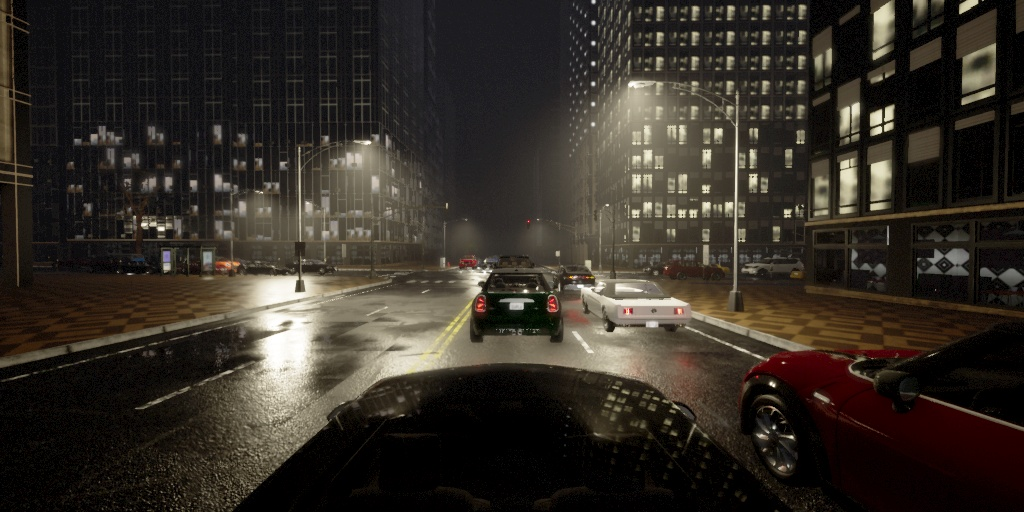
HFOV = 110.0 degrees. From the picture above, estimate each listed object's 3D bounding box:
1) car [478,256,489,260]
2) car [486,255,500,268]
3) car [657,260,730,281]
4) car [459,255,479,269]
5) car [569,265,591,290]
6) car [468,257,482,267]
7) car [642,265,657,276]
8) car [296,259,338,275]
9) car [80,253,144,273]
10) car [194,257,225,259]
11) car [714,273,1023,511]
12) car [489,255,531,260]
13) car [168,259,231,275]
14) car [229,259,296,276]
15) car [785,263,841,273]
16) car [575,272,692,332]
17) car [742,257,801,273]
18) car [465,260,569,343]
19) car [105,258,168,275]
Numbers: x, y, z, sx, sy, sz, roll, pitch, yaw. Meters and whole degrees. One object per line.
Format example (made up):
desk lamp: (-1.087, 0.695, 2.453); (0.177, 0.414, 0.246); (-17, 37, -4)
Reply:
car: (-3.290, 1.206, 52.402); (2.128, 1.511, 4.902); (0, 0, 0)
car: (-3.259, 0.925, 62.565); (2.150, 2.045, 5.566); (0, 0, 0)
car: (16.226, 1.268, 32.175); (5.009, 1.841, 2.192); (0, 0, 1)
car: (-6.542, 0.935, 53.938); (2.150, 2.045, 5.566); (0, 0, 0)
car: (3.369, 1.245, 20.053); (1.837, 1.490, 4.892); (0, 0, 0)
car: (-6.496, 1.054, 63.536); (2.097, 1.767, 4.553); (0, 0, 0)
car: (16.386, 1.366, 37.945); (4.892, 1.490, 1.837); (1, 1, 1)
car: (-19.774, 1.081, 35.389); (4.902, 1.511, 2.128); (1, 1, 1)
car: (-39.386, 0.763, 35.813); (4.553, 1.767, 2.097); (1, 1, 1)
car: (-29.392, 0.854, 35.593); (4.553, 1.767, 2.097); (1, 1, 1)
car: (3.350, 1.102, 1.778); (2.097, 1.767, 4.553); (0, 0, 0)
car: (0.119, 0.963, 19.560); (2.150, 2.045, 5.566); (0, 0, 0)
car: (-28.383, 1.137, 32.883); (4.207, 1.307, 1.802); (0, 0, 1)
car: (-22.699, 1.173, 32.744); (4.313, 1.339, 1.948); (0, 0, 1)
car: (27.674, 1.578, 31.966); (4.829, 1.417, 1.751); (0, 0, 1)
car: (3.360, 1.347, 10.796); (1.895, 1.301, 4.718); (0, 0, 0)
car: (27.451, 1.179, 37.741); (5.566, 2.045, 2.150); (0, 1, 2)
car: (0.108, 1.099, 9.848); (2.097, 1.767, 4.553); (0, 0, 0)
car: (-34.063, 1.069, 33.063); (4.313, 1.339, 1.948); (0, 0, 1)
